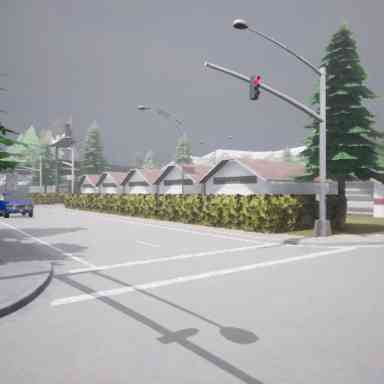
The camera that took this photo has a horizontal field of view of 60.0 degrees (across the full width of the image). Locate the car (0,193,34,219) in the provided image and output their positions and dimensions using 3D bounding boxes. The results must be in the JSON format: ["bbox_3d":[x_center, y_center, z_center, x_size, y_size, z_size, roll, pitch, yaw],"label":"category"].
[{"bbox_3d":[-15.979,1.146,30.072,2.150,2.045,5.566,0,1,-37],"label":"car"}]
